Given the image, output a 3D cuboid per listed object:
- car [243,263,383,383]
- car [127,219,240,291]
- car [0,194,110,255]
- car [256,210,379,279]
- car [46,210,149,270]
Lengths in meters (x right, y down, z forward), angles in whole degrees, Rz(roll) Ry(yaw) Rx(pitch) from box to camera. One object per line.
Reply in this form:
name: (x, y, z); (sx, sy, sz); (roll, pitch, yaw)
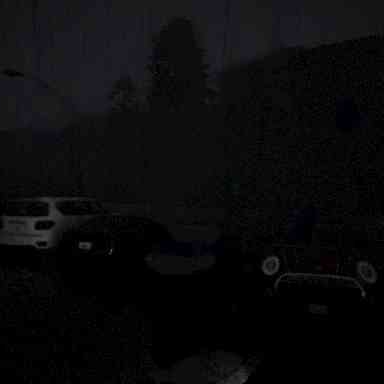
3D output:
car: (2.711, 1.548, 1.444); (5.357, 1.411, 2.033); (0, 0, 36)
car: (0.227, 1.524, 9.324); (2.002, 1.452, 4.674); (1, 0, 16)
car: (-4.661, 1.205, 12.842); (2.435, 2.045, 5.566); (0, 0, 15)
car: (2.678, 1.360, 7.612); (2.185, 1.767, 4.553); (1, -1, 16)
car: (-2.222, 1.500, 11.099); (2.163, 1.488, 4.792); (0, -1, 15)
